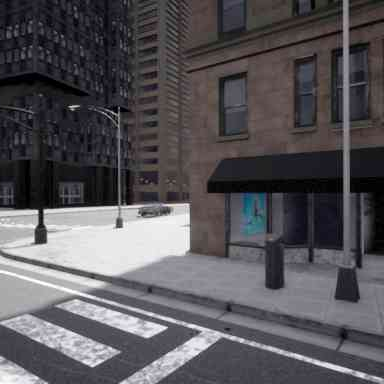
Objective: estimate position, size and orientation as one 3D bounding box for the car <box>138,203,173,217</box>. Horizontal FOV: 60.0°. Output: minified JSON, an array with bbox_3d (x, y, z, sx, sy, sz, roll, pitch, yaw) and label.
[{"bbox_3d":[-3.776,1.841,35.402,2.033,1.411,5.357,0,-1,20],"label":"car"}]
